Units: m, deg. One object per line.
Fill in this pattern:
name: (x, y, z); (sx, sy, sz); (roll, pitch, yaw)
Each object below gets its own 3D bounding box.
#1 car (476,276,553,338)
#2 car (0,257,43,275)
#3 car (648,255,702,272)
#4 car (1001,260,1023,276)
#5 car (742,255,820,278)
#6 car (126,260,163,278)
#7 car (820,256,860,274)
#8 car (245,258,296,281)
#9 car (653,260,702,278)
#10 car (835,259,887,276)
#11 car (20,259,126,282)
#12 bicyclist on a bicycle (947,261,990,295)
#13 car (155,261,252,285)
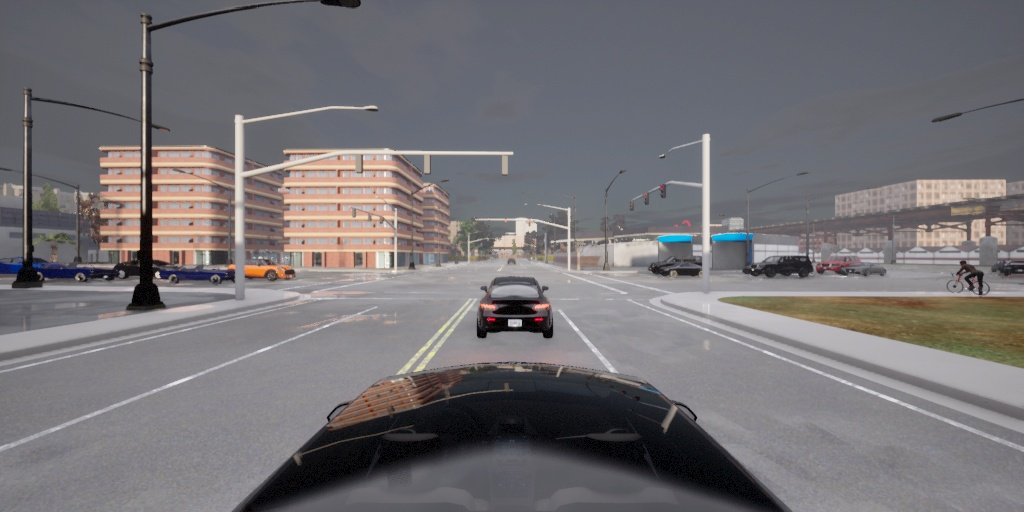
car: (0.073, 1.274, 10.015); (1.812, 1.442, 4.674); (0, 0, 0)
car: (-38.176, 0.816, 28.310); (5.008, 1.535, 1.882); (1, 0, 1)
car: (17.183, 0.965, 37.340); (5.566, 2.045, 2.150); (0, 0, 1)
car: (50.501, 1.222, 35.516); (5.008, 1.535, 1.882); (0, 0, -33)
car: (25.449, 0.966, 34.037); (5.566, 2.045, 2.150); (0, 0, -5)
car: (-28.243, 1.016, 28.122); (4.892, 1.490, 1.837); (1, 0, 1)
car: (36.621, 0.965, 40.073); (5.566, 2.045, 2.150); (0, 0, -22)
car: (-19.466, 0.981, 27.959); (4.553, 1.767, 2.097); (1, 0, 1)
car: (16.096, 1.308, 33.906); (4.181, 1.385, 1.994); (0, 0, 0)
car: (35.243, 1.308, 35.978); (4.181, 1.385, 1.994); (0, 0, -18)
car: (-30.080, 1.084, 24.654); (4.718, 1.301, 1.895); (1, 0, 1)
bicyclist on a bicycle: (21.908, 1.048, 17.256); (0.582, 1.620, 1.656); (0, 0, 0)
car: (-20.965, 1.216, 24.490); (4.718, 1.301, 1.895); (1, 0, 2)
